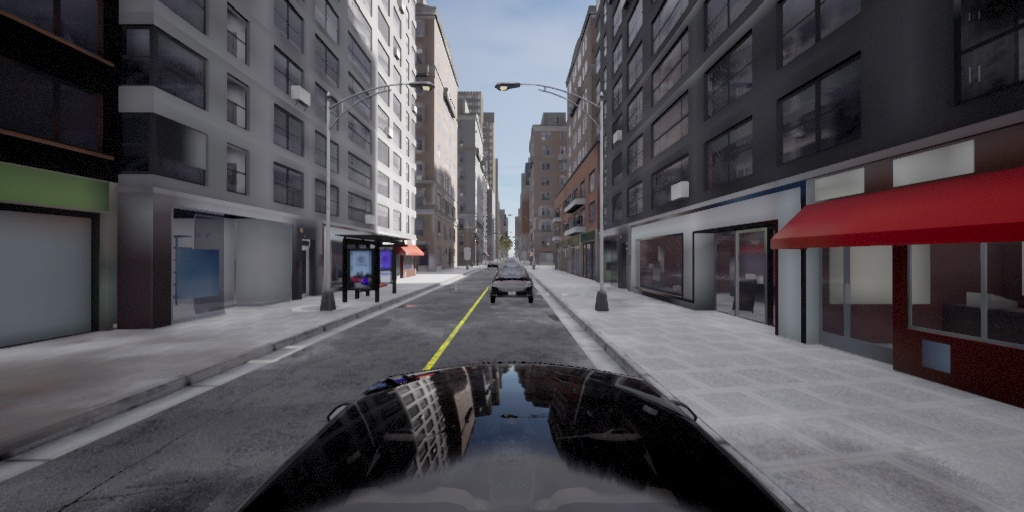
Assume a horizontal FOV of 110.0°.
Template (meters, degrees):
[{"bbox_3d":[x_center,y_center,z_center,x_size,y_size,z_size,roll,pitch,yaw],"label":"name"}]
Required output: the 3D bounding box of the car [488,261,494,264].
[{"bbox_3d":[-3.000,1.439,58.470,1.895,1.301,4.718,0,0,0],"label":"car"}]

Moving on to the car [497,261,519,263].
[{"bbox_3d":[0.000,1.256,31.500,2.128,1.511,4.902,0,0,0],"label":"car"}]

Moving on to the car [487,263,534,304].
[{"bbox_3d":[0.000,1.249,16.500,2.128,1.511,4.902,0,0,0],"label":"car"}]
